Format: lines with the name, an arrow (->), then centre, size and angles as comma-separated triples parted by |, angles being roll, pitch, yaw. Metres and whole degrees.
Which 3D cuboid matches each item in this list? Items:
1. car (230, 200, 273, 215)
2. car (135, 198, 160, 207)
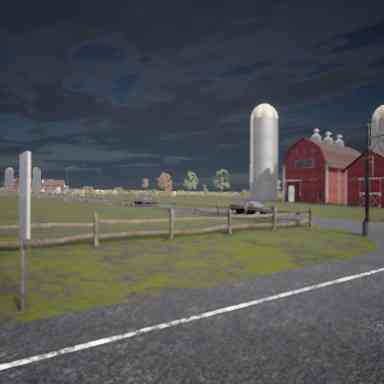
car -> 5.745, 1.565, 31.553 | 1.882, 1.535, 5.008 | 0, 1, -36
car -> -6.547, 1.489, 48.595 | 1.895, 1.301, 4.718 | 0, 0, -36
